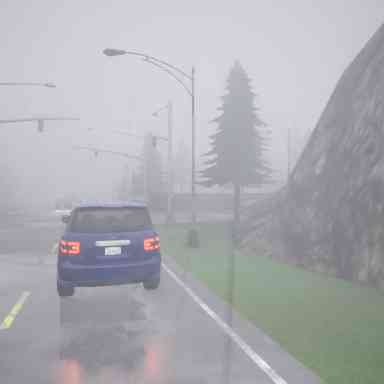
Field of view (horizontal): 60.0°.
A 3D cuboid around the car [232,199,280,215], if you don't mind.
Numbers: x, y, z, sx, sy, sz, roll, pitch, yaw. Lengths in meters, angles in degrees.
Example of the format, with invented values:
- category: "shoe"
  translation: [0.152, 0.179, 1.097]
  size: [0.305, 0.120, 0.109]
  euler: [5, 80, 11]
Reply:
- category: "car"
  translation: [6.403, 1.505, 33.334]
  size: [4.892, 1.490, 1.837]
  euler: [0, 0, -18]

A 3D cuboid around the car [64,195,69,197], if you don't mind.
- category: "car"
  translation: [-16.721, 1.491, 43.466]
  size: [2.128, 1.511, 4.902]
  euler: [0, 0, -17]

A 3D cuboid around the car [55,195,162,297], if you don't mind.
- category: "car"
  translation: [-2.280, 1.221, 8.946]
  size: [2.150, 2.045, 5.566]
  euler: [0, 0, -17]

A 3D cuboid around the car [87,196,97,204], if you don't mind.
- category: "car"
  translation: [-19.446, 1.526, 64.551]
  size: [1.812, 1.442, 4.674]
  euler: [0, 0, -17]

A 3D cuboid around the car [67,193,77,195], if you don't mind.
- category: "car"
  translation: [-22.128, 1.223, 61.210]
  size: [2.150, 2.045, 5.566]
  euler: [0, 0, -17]
